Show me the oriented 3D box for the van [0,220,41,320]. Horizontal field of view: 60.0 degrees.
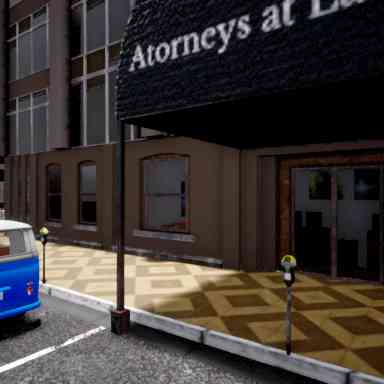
[{"bbox_3d":[-4.455,1.341,6.043,3.998,1.788,1.690,0,0,35],"label":"van"}]
